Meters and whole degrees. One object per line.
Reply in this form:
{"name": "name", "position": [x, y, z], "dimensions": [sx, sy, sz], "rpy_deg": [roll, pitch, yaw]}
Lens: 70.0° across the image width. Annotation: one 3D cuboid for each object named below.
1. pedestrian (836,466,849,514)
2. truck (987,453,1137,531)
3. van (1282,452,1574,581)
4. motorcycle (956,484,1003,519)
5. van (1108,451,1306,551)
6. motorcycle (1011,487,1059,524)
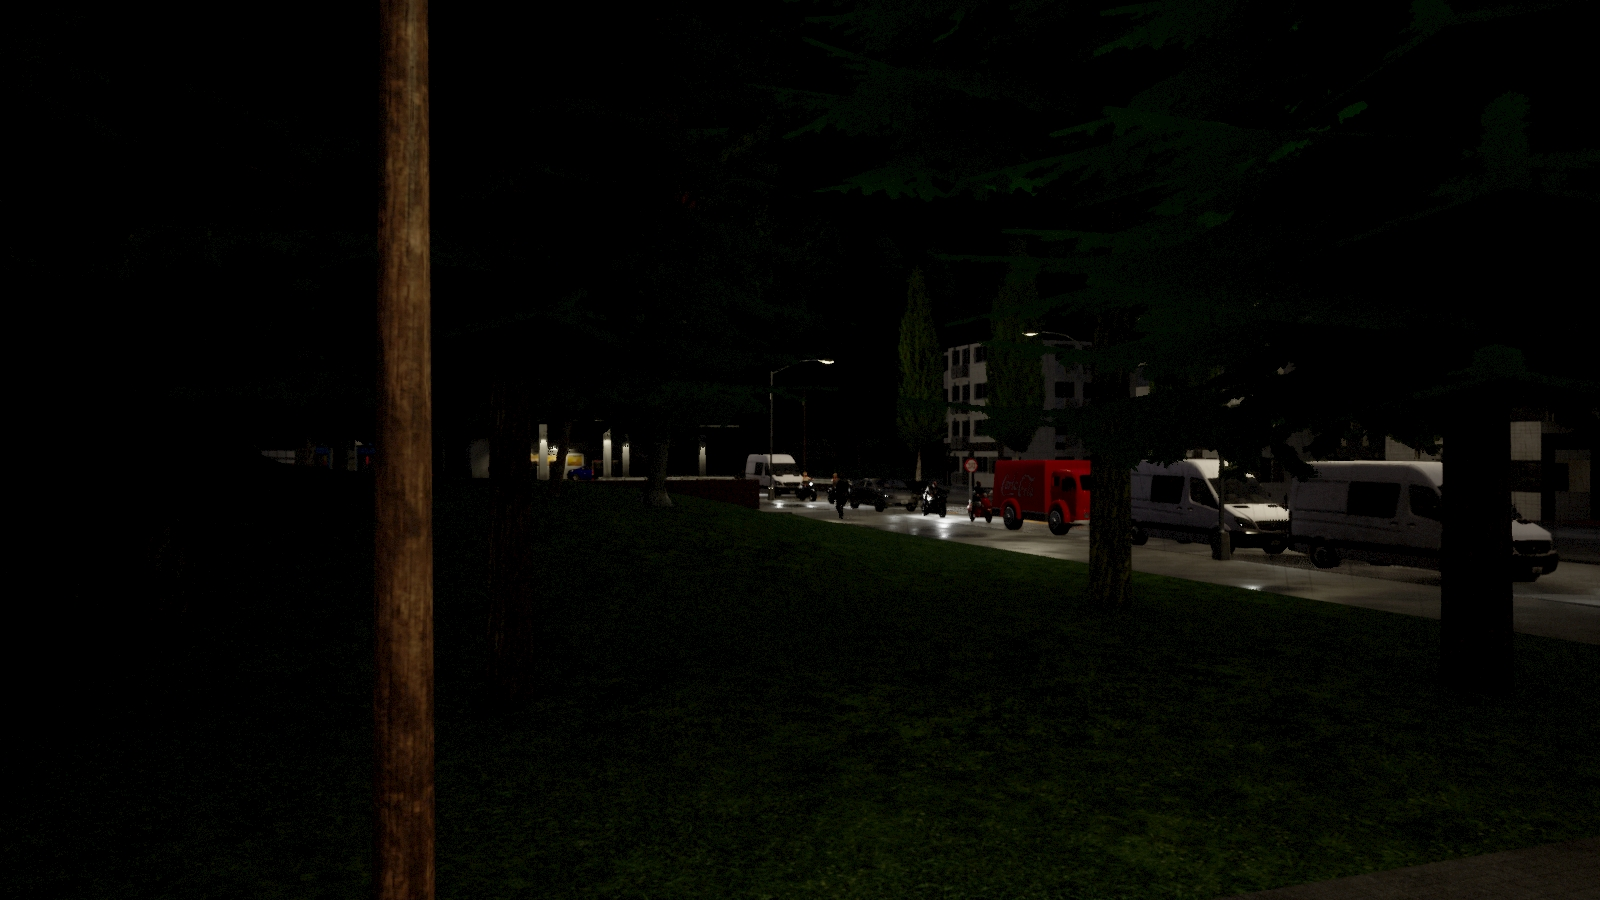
{"name": "pedestrian", "position": [1.644, 1.532, 43.879], "dimensions": [0.375, 1.860, 0.375], "rpy_deg": [0, 0, -20]}
{"name": "truck", "position": [8.905, 1.356, 39.393], "dimensions": [2.627, 2.467, 5.204], "rpy_deg": [0, 0, -20]}
{"name": "van", "position": [13.835, 1.324, 25.735], "dimensions": [1.988, 2.561, 5.915], "rpy_deg": [0, 0, -20]}
{"name": "motorcycle", "position": [6.991, 1.993, 44.695], "dimensions": [0.867, 1.251, 2.209], "rpy_deg": [0, 0, -20]}
{"name": "van", "position": [11.382, 1.323, 32.522], "dimensions": [1.988, 2.561, 5.915], "rpy_deg": [0, 0, -20]}
{"name": "motorcycle", "position": [8.397, 1.970, 40.853], "dimensions": [0.856, 1.236, 1.805], "rpy_deg": [0, 0, -20]}
